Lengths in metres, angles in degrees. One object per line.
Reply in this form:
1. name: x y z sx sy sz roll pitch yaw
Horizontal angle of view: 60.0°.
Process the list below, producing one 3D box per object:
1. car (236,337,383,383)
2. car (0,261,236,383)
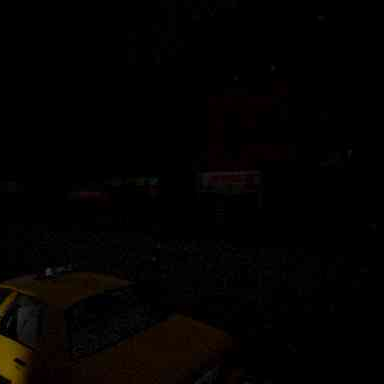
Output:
1. car: 2.868 1.305 0.756 5.009 1.841 2.192 0 0 35
2. car: -1.786 1.543 4.075 4.829 1.417 1.752 0 0 35
